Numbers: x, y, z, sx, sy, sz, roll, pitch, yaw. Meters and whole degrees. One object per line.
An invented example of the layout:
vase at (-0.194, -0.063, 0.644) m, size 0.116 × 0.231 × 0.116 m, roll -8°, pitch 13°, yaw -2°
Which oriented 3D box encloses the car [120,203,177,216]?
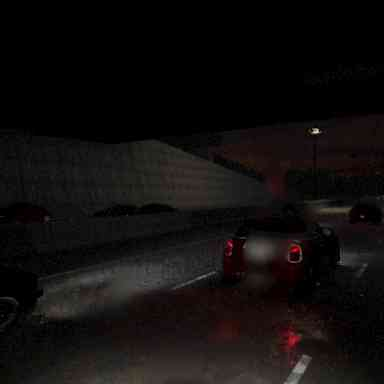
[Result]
car at (-3.089, 1.656, 26.411) m, size 1.837 × 1.490 × 4.892 m, roll 0°, pitch 0°, yaw 33°

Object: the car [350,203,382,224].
car at (13.682, 1.620, 26.131) m, size 1.882 × 1.535 × 5.008 m, roll 0°, pitch 0°, yaw 33°

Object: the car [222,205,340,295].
car at (2.662, 1.402, 9.249) m, size 2.097 × 1.767 × 4.553 m, roll 0°, pitch -1°, yaw 33°

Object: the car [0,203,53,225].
car at (-12.565, 1.708, 24.699) m, size 1.994 × 1.385 × 4.181 m, roll 0°, pitch 0°, yaw 33°

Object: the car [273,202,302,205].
car at (6.284, 1.470, 21.197) m, size 2.097 × 1.767 × 4.553 m, roll 0°, pitch 0°, yaw 33°

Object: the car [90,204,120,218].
car at (-6.042, 1.710, 28.292) m, size 2.033 × 1.411 × 5.357 m, roll 0°, pitch 0°, yaw 33°

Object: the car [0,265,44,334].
car at (-4.614, 1.629, 4.512) m, size 1.895 × 1.301 × 4.718 m, roll 0°, pitch 0°, yaw 33°
